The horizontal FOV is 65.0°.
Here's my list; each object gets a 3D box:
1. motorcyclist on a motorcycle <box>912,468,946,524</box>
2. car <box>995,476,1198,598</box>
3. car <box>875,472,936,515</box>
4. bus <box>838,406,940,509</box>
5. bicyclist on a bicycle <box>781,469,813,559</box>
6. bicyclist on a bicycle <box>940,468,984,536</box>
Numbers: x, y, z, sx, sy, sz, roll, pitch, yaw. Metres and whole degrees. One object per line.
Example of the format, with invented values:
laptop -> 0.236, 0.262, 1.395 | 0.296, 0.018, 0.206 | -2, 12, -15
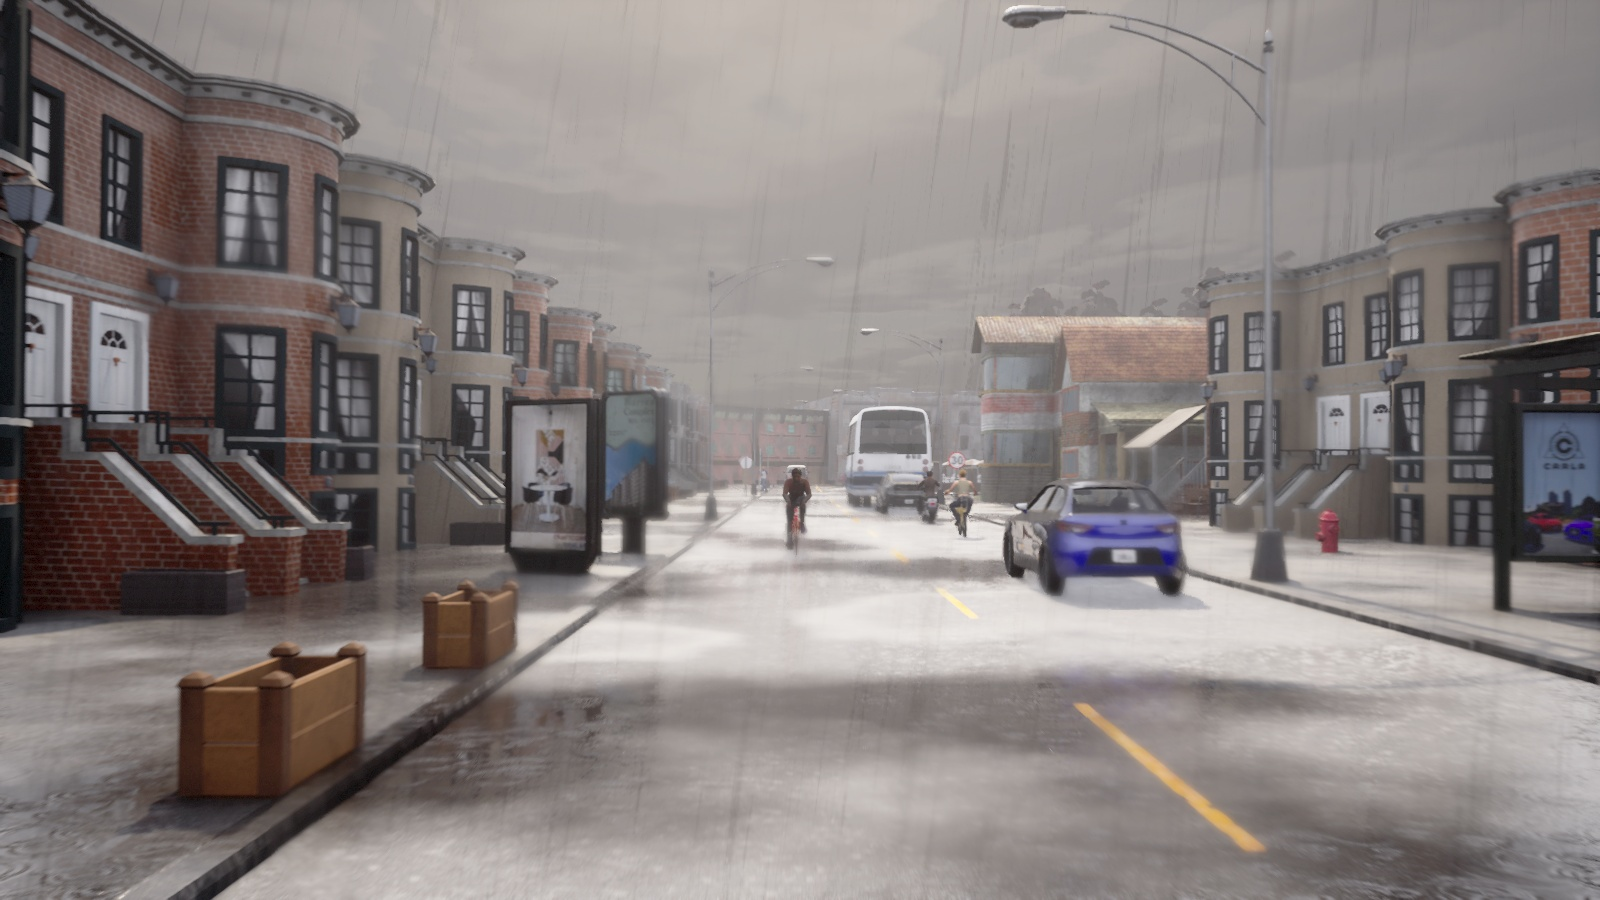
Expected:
motorcyclist on a motorcycle -> 3.911, 1.389, 38.186 | 0.766, 1.649, 2.350 | 0, -1, 0
car -> 3.959, 1.105, 17.486 | 1.816, 1.474, 4.193 | 0, -1, 0
car -> 3.890, 1.594, 47.173 | 1.837, 1.490, 4.892 | 0, -1, 0
bus -> 3.850, 0.381, 57.266 | 3.944, 4.253, 10.273 | 0, -1, 0
bicyclist on a bicycle -> -0.055, 1.160, 23.416 | 0.582, 1.620, 1.656 | 0, -1, 0
bicyclist on a bicycle -> 3.924, 1.246, 30.512 | 0.866, 1.612, 1.509 | 0, -1, 0
